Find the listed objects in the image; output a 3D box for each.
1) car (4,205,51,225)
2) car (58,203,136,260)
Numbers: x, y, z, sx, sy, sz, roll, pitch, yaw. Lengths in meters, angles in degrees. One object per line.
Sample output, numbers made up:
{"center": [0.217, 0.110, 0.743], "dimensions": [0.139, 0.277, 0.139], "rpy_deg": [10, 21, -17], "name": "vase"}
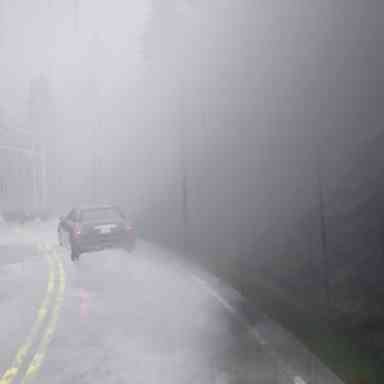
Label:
{"center": [-12.363, 1.607, 24.714], "dimensions": [4.718, 1.301, 1.895], "rpy_deg": [-1, 2, 45], "name": "car"}
{"center": [-3.739, 1.245, 12.471], "dimensions": [2.097, 1.767, 4.553], "rpy_deg": [-3, 1, -28], "name": "car"}
